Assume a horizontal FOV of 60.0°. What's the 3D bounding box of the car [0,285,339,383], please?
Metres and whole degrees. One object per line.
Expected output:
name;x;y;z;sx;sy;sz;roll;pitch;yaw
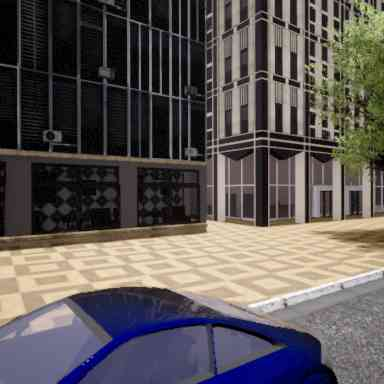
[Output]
car;-0.728;1.564;2.550;4.181;1.385;1.994;0;0;-35
